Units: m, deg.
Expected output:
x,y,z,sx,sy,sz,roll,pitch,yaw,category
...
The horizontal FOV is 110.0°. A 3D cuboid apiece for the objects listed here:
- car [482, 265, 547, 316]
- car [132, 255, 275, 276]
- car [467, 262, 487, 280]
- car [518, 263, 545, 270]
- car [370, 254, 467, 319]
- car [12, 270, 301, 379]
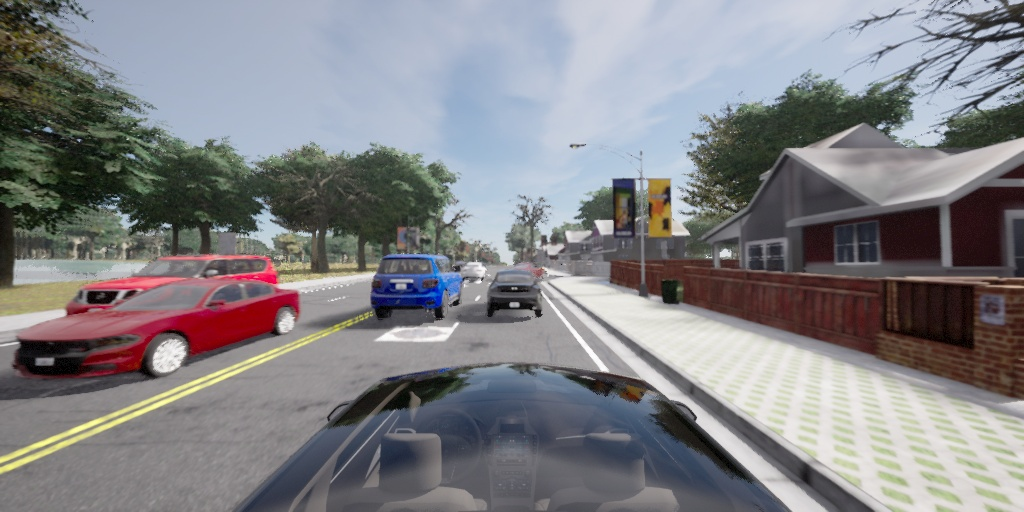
x,y,z,sx,sy,sz,roll,pitch,yaw,category
0.088,1.256,13.461,1.837,1.490,4.892,0,0,0,car
-9.835,0.973,11.241,2.150,2.045,5.566,0,0,0,car
-3.159,1.263,30.261,1.812,1.442,4.674,0,0,0,car
1.350,1.268,29.254,1.812,1.442,4.674,-1,1,23,car
-3.160,0.971,12.943,2.150,2.045,5.566,0,0,0,car
-6.592,1.228,7.555,1.882,1.535,5.008,0,0,0,car
